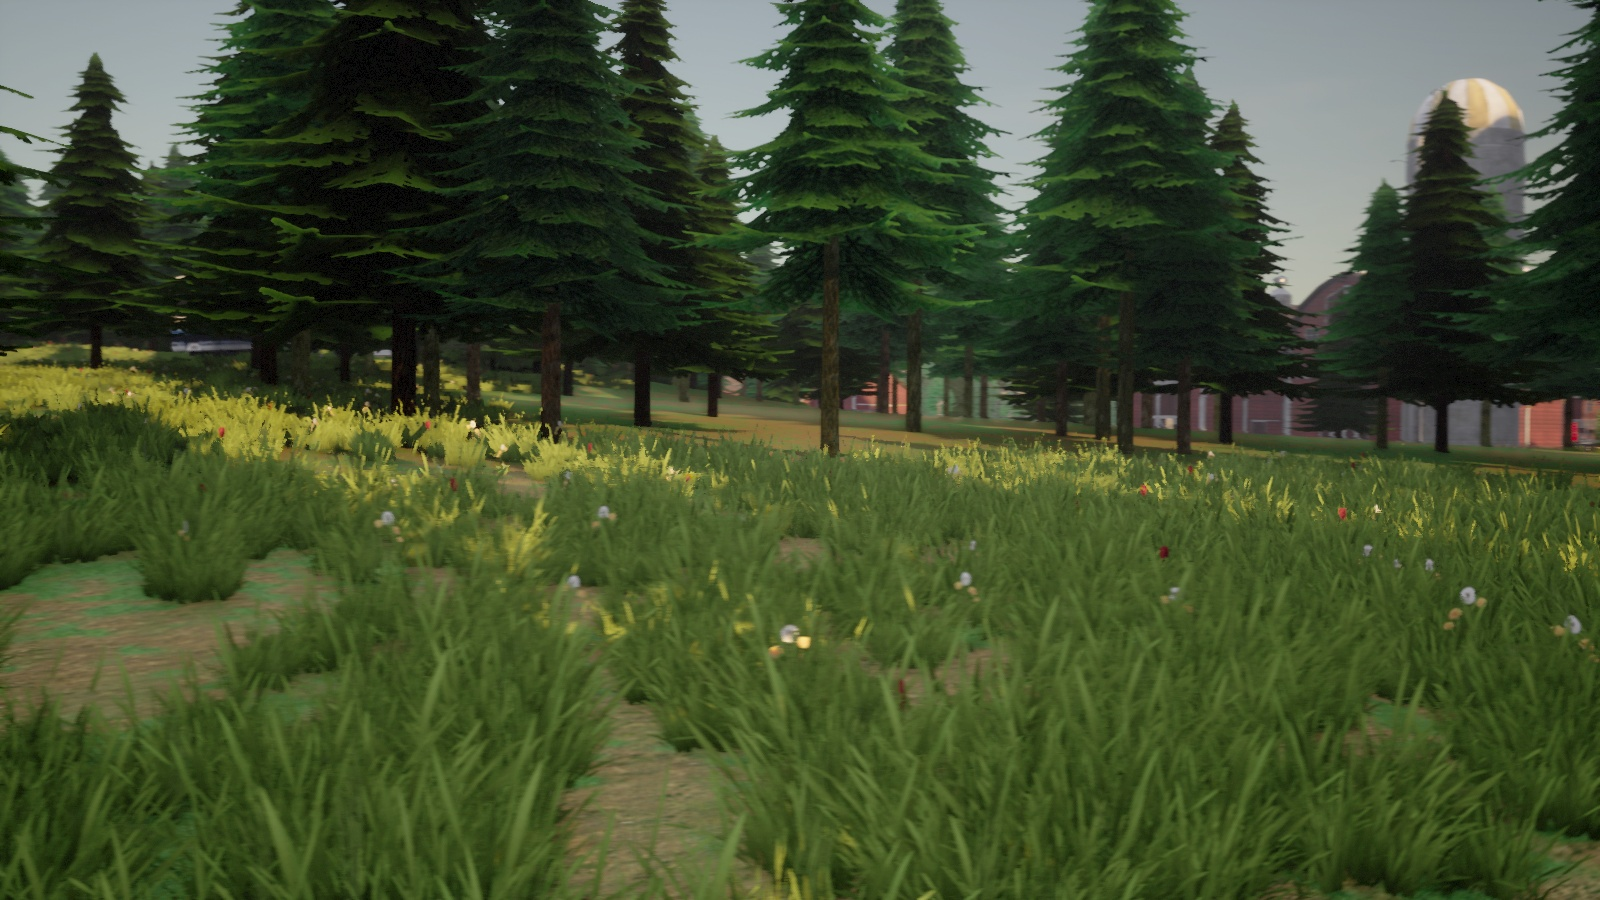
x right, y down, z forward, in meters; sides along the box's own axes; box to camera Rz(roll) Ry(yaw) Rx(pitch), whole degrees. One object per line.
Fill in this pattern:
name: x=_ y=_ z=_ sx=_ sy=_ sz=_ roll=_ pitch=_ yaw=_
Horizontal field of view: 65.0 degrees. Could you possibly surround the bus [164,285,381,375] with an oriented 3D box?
bus: x=-27.548 y=-6.391 z=66.406 sx=3.944 sy=4.253 sz=10.273 roll=0 pitch=6 yaw=26
